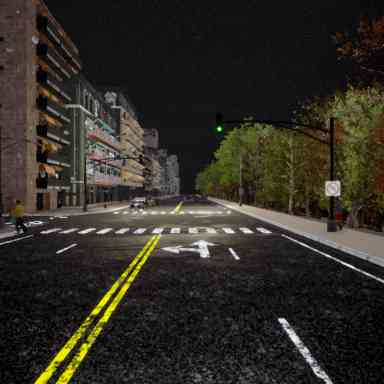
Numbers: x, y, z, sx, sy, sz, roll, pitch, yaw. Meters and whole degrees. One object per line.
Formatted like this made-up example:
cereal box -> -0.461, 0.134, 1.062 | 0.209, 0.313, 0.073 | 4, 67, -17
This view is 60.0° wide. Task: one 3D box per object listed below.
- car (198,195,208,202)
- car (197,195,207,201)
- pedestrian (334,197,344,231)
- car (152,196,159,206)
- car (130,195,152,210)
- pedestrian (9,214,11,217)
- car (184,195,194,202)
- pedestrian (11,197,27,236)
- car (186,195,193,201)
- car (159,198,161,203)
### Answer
car -> 2.614, 1.546, 74.538 | 2.128, 1.511, 4.902 | 0, 0, 0
car -> 2.525, 1.492, 84.958 | 2.128, 1.511, 4.902 | 0, 0, 0
pedestrian -> 7.818, 1.143, 17.783 | 0.375, 1.860, 0.375 | 0, 0, 0
car -> -7.049, 1.366, 53.879 | 2.097, 1.767, 4.553 | 0, 0, -1
car -> -6.975, 1.500, 44.075 | 2.128, 1.511, 4.902 | 0, 0, 0
pedestrian -> -9.619, 1.143, 18.271 | 0.375, 1.860, 0.375 | 0, 0, 0
car -> -0.636, 1.546, 74.507 | 2.128, 1.511, 4.902 | 0, 0, 0
pedestrian -> -8.808, 1.295, 16.943 | 0.375, 1.860, 0.375 | 0, 0, 0
car -> -0.724, 1.491, 84.931 | 1.812, 1.442, 4.674 | 0, 0, 0
car -> -7.095, 1.621, 64.483 | 1.895, 1.301, 4.718 | 0, 0, 0
